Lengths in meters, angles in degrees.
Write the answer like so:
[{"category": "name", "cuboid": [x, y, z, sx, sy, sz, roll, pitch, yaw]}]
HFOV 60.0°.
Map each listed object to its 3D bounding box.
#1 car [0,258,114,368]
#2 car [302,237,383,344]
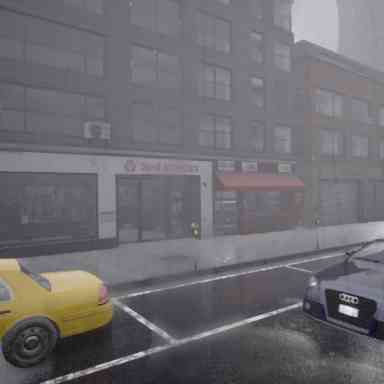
[{"category": "car", "cuboid": [-3.475, 1.525, 4.183, 4.829, 1.417, 1.752, 0, -1, -35]}, {"category": "car", "cuboid": [3.925, 1.563, 6.053, 4.181, 1.385, 1.994, 0, 0, -35]}]
